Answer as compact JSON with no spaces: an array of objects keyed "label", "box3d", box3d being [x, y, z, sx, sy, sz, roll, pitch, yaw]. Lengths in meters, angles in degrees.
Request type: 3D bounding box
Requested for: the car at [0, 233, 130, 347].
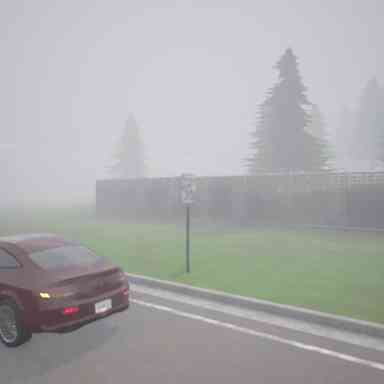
[{"label":"car","box3d":[-3.189,1.524,6.274,4.674,1.442,1.812,0,0,35]}]
